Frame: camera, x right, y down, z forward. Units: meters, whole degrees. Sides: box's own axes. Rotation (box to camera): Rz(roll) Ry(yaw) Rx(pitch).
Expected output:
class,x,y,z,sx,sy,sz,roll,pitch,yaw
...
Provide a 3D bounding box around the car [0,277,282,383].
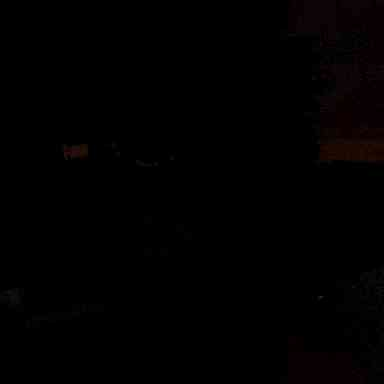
class,x,y,z,sx,sy,sz,roll,pitch,yaw
car,-1.266,1.528,2.543,4.674,1.442,1.812,0,1,-36
